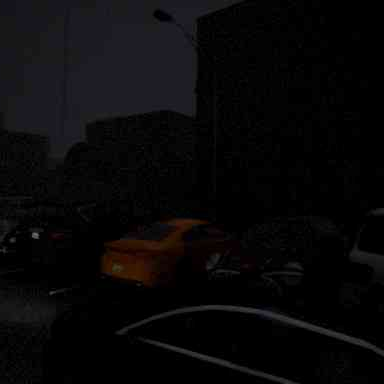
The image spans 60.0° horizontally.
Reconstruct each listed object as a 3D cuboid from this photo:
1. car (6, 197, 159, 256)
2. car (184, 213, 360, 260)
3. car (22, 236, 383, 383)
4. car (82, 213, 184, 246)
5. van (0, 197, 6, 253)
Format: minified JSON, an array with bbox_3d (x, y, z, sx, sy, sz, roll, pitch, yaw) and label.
[{"bbox_3d":[-2.480,1.219,10.756,2.435,2.045,5.566,0,0,35],"label":"car"},{"bbox_3d":[2.113,1.352,7.484,2.185,1.767,4.553,0,0,36],"label":"car"},{"bbox_3d":[0.637,1.490,2.924,4.902,1.511,2.128,0,0,35],"label":"car"},{"bbox_3d":[-0.153,1.474,9.055,2.097,1.535,5.008,0,0,35],"label":"car"},{"bbox_3d":[-4.810,1.240,12.239,1.878,1.987,4.442,0,0,35],"label":"van"}]
